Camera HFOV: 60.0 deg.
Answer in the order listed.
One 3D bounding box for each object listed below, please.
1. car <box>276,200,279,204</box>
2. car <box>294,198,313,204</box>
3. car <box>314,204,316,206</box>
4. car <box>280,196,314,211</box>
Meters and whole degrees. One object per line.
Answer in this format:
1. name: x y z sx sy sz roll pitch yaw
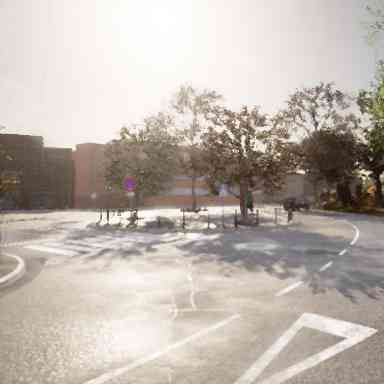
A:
1. car: 23.134 2.038 80.529 5.566 2.045 2.435 -1 -1 37
2. car: 30.000 2.403 89.505 4.674 1.452 2.002 -1 -1 37
3. car: 26.031 2.256 71.629 1.994 1.385 4.181 -1 -1 37
4. car: 14.292 1.566 45.744 2.150 2.045 5.566 0 -1 -1
